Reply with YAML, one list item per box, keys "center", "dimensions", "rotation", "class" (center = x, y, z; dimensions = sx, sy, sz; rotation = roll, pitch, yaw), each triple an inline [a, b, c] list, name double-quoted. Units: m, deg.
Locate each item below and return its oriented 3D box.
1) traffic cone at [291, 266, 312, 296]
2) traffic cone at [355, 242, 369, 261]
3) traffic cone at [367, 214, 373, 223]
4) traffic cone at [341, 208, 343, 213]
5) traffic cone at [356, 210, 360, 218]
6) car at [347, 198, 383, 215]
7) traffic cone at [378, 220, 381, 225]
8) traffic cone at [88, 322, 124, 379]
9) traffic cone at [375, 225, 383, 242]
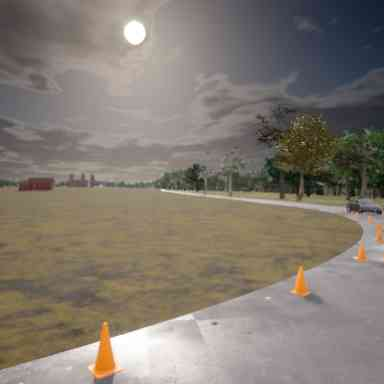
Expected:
- center: [2.422, 1.938, 7.369]
  dimensions: [0.340, 0.580, 0.340]
  rotation: [0, 0, 45]
  class: "traffic cone"
- center: [5.570, 1.924, 10.893]
  dimensions: [0.340, 0.580, 0.340]
  rotation: [0, 0, 39]
  class: "traffic cone"
- center: [12.449, 1.861, 23.222]
  dimensions: [0.340, 0.580, 0.340]
  rotation: [0, 0, 20]
  class: "traffic cone"
- center: [14.633, 1.791, 32.402]
  dimensions: [0.340, 0.580, 0.340]
  rotation: [0, 1, 7]
  class: "traffic cone"
- center: [13.794, 1.829, 27.752]
  dimensions: [0.340, 0.580, 0.340]
  rotation: [0, 1, 13]
  class: "traffic cone"
- center: [16.345, 1.360, 31.674]
  dimensions: [1.837, 1.490, 4.892]
  rotation: [1, 1, 7]
  class: "car"
- center: [10.614, 1.887, 18.868]
  dimensions: [0.340, 0.580, 0.340]
  rotation: [0, 0, 26]
  class: "traffic cone"
- center: [-1.095, 1.951, 4.212]
  dimensions: [0.340, 0.580, 0.340]
  rotation: [0, 0, -39]
  class: "traffic cone"
- center: [8.311, 1.907, 14.742]
  dimensions: [0.340, 0.580, 0.340]
  rotation: [0, 0, 32]
  class: "traffic cone"
